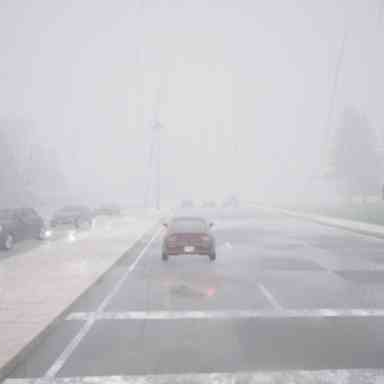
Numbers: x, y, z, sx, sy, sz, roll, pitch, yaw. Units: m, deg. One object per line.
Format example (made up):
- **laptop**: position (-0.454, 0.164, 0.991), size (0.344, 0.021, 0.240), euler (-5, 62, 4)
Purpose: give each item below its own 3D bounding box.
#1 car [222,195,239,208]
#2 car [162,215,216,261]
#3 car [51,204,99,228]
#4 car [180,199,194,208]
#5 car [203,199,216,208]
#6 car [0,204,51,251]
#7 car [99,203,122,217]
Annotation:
- **car**: position (6.237, 1.550, 53.693), size (2.150, 2.045, 5.566), euler (0, 0, -1)
- **car**: position (-0.127, 1.604, 12.579), size (1.812, 1.442, 4.674), euler (0, 0, -1)
- **car**: position (-8.383, 1.651, 23.561), size (1.837, 1.490, 4.892), euler (0, 0, -1)
- **car**: position (-0.762, 1.834, 53.622), size (1.837, 1.490, 4.892), euler (0, 0, -1)
- **car**: position (2.737, 1.855, 53.683), size (1.812, 1.442, 4.674), euler (0, 0, -1)
- **car**: position (-8.256, 1.443, 14.528), size (2.097, 1.767, 4.553), euler (0, 0, -1)
- **car**: position (-8.482, 1.807, 33.504), size (1.895, 1.301, 4.718), euler (0, 0, 0)
